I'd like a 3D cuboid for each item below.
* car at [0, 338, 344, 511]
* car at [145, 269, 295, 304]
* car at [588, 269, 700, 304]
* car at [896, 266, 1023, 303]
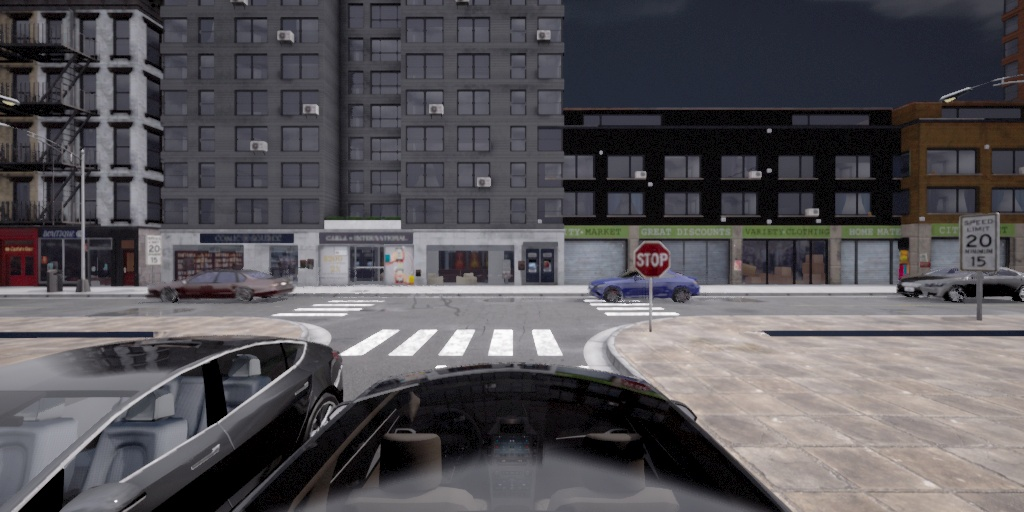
[{"bbox_3d":[-2.637,1.316,2.152,1.948,1.339,4.313,0,0,0],"label":"car"},{"bbox_3d":[-12.870,1.316,16.090,5.357,1.411,2.033,0,0,-5],"label":"car"},{"bbox_3d":[5.703,1.250,15.675,4.674,1.442,1.812,0,0,0],"label":"car"},{"bbox_3d":[19.799,1.189,15.648,4.902,1.511,2.128,0,0,0],"label":"car"}]
